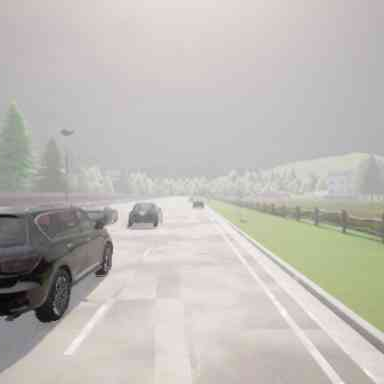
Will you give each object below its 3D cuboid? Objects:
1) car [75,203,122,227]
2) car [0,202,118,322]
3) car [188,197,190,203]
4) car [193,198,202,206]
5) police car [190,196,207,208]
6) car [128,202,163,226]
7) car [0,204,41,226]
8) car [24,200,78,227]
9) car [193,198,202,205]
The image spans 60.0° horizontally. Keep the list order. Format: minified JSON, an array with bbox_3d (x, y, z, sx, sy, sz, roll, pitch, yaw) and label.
[{"bbox_3d":[-6.905,1.681,25.201,2.128,1.511,4.902,0,0,0],"label":"car"},{"bbox_3d":[-3.402,1.279,7.501,2.150,2.045,5.566,0,0,0],"label":"car"},{"bbox_3d":[-0.016,2.048,91.136,2.128,1.511,4.902,0,0,0],"label":"car"},{"bbox_3d":[1.038,1.992,64.904,1.837,1.490,4.892,0,0,0],"label":"car"},{"bbox_3d":[1.040,1.838,55.015,1.930,1.638,5.238,0,0,0],"label":"police car"},{"bbox_3d":[-3.405,1.540,24.962,2.097,1.767,4.553,0,0,0],"label":"car"},{"bbox_3d":[-13.918,1.724,26.335,1.812,1.442,4.674,0,0,0],"label":"car"},{"bbox_3d":[-10.404,1.540,24.968,2.097,1.767,4.553,0,0,0],"label":"car"},{"bbox_3d":[1.037,2.037,70.904,1.837,1.490,4.892,0,0,0],"label":"car"}]
